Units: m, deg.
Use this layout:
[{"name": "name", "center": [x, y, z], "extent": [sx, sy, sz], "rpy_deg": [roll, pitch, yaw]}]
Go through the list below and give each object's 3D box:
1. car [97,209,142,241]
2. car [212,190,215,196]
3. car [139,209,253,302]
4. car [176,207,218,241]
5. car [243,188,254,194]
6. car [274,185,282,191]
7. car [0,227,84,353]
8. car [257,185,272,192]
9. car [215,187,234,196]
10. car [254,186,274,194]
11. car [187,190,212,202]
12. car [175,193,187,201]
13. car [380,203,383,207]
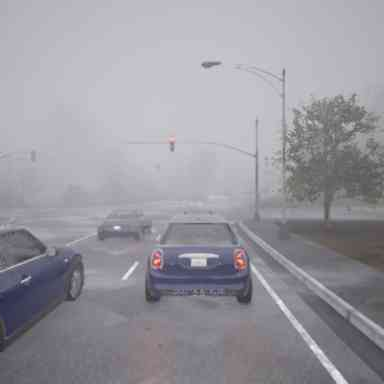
[{"name": "car", "center": [-3.198, 1.511, 16.436], "extent": [1.994, 1.385, 4.181], "rpy_deg": [0, 0, 2]}, {"name": "car", "center": [4.584, 0.262, 79.717], "extent": [1.994, 1.385, 4.181], "rpy_deg": [0, 4, 28]}, {"name": "car", "center": [0.140, 1.320, 8.325], "extent": [2.097, 1.767, 4.553], "rpy_deg": [0, 0, 0]}, {"name": "car", "center": [0.327, 1.546, 17.359], "extent": [1.895, 1.301, 4.718], "rpy_deg": [0, 0, 2]}, {"name": "car", "center": [14.139, -0.203, 82.323], "extent": [1.812, 1.442, 4.674], "rpy_deg": [0, 4, 33]}, {"name": "car", "center": [23.408, -1.045, 89.783], "extent": [1.882, 1.535, 5.008], "rpy_deg": [0, 4, 38]}, {"name": "car", "center": [-3.382, 1.330, 5.334], "extent": [2.097, 1.767, 4.553], "rpy_deg": [0, 0, 0]}, {"name": "car", "center": [19.808, -0.973, 90.804], "extent": [2.128, 1.511, 4.902], "rpy_deg": [0, 4, 38]}, {"name": "car", "center": [8.069, -0.113, 78.777], "extent": [2.150, 2.045, 5.566], "rpy_deg": [0, 4, 28]}, {"name": "car", "center": [17.668, -0.263, 81.386], "extent": [2.128, 1.511, 4.902], "rpy_deg": [0, 4, 33]}, {"name": "car", "center": [1.462, 0.733, 64.249], "extent": [2.150, 2.045, 5.566], "rpy_deg": [0, 2, 21]}, {"name": "car", "center": [-1.677, 0.997, 65.845], "extent": [1.837, 1.490, 4.892], "rpy_deg": [0, 2, 21]}, {"name": "car", "center": [24.403, 1.177, 38.376], "extent": [4.892, 1.490, 1.837], "rpy_deg": [-2, 0, 3]}]
